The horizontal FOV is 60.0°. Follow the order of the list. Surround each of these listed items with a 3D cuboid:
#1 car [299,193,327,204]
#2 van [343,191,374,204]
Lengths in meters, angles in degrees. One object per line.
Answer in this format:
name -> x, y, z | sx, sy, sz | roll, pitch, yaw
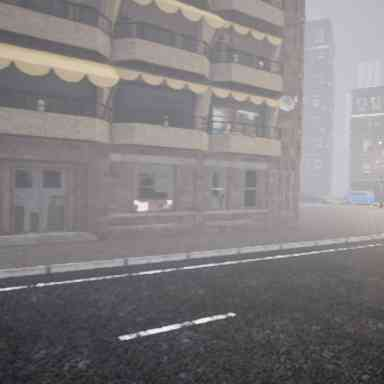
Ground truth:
car -> 15.173, 0.825, 43.030 | 4.206, 1.307, 1.802 | 3, 1, 27
van -> 24.098, 0.759, 47.887 | 3.998, 1.788, 1.690 | 3, 1, 27
